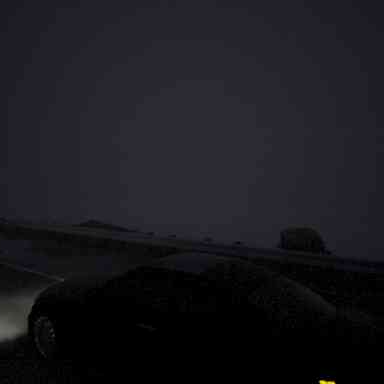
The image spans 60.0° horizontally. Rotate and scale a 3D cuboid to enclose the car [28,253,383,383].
[{"bbox_3d":[-0.160,1.531,4.191,4.674,1.442,1.812,0,0,36],"label":"car"}]
